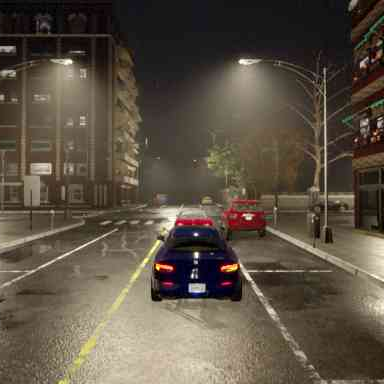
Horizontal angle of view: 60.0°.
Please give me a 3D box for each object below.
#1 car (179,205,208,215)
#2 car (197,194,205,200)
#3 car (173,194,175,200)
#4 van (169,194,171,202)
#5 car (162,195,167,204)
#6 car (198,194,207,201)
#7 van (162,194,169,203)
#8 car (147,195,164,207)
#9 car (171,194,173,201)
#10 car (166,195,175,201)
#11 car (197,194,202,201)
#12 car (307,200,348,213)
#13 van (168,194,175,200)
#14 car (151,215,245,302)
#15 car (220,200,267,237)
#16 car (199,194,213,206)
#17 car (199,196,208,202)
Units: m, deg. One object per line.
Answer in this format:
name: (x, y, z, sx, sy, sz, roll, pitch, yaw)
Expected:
car: (0.071, 1.608, 17.900, 1.895, 1.301, 4.718, 0, 0, 0)
car: (2.554, 1.391, 94.887, 2.192, 1.841, 5.009, 1, 0, 0)
car: (-5.803, 1.606, 78.268, 2.008, 1.369, 4.403, 1, 0, 0)
van: (-5.781, 1.385, 67.191, 1.690, 1.788, 3.998, 1, 0, 0)
car: (-5.768, 1.616, 56.113, 1.802, 1.307, 4.206, 1, 0, 0)
car: (2.572, 1.377, 83.812, 2.192, 1.841, 5.009, 1, 0, 0)
van: (-5.772, 1.380, 61.652, 1.690, 1.788, 3.998, 1, 0, 0)
car: (-5.759, 1.612, 50.576, 1.802, 1.307, 4.206, 1, 0, 0)
car: (-5.794, 1.632, 72.730, 1.802, 1.307, 4.206, 1, 0, 0)
car: (-5.821, 1.620, 89.346, 2.008, 1.369, 4.403, 1, 0, 0)
car: (2.586, 1.601, 72.735, 2.008, 1.369, 4.403, 1, 0, 0)
car: (15.153, 1.607, 37.144, 4.313, 1.339, 1.947, 0, -1, 0)
van: (-5.826, 1.417, 94.884, 1.690, 1.788, 3.998, 1, 0, 0)
car: (0.088, 1.528, 8.157, 1.812, 1.442, 4.674, 0, 0, 0)
car: (2.679, 1.322, 18.091, 2.192, 1.841, 5.009, 1, 0, 0)
car: (2.613, 1.560, 56.291, 1.752, 1.417, 4.829, 1, 0, 0)
car: (2.576, 1.622, 78.274, 1.947, 1.339, 4.313, 1, 0, 0)
